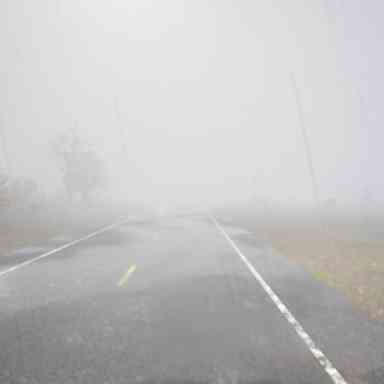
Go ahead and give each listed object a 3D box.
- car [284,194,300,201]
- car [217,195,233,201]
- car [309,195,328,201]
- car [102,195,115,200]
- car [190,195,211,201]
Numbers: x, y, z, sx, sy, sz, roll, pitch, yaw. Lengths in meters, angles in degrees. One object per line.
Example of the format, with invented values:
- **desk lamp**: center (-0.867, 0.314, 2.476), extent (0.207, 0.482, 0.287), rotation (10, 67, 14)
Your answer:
- **car**: center (25.963, 1.436, 87.414), extent (4.553, 1.767, 2.097), rotation (0, 0, -2)
- **car**: center (8.728, 1.581, 86.916), extent (4.181, 1.385, 1.994), rotation (0, 0, -2)
- **car**: center (33.380, 1.458, 87.629), extent (4.553, 1.767, 2.097), rotation (0, 0, -2)
- **car**: center (-22.489, 1.496, 86.085), extent (4.718, 1.301, 1.895), rotation (0, 0, -2)
- **car**: center (2.065, 1.545, 79.726), extent (4.902, 1.511, 2.128), rotation (0, 0, -1)
